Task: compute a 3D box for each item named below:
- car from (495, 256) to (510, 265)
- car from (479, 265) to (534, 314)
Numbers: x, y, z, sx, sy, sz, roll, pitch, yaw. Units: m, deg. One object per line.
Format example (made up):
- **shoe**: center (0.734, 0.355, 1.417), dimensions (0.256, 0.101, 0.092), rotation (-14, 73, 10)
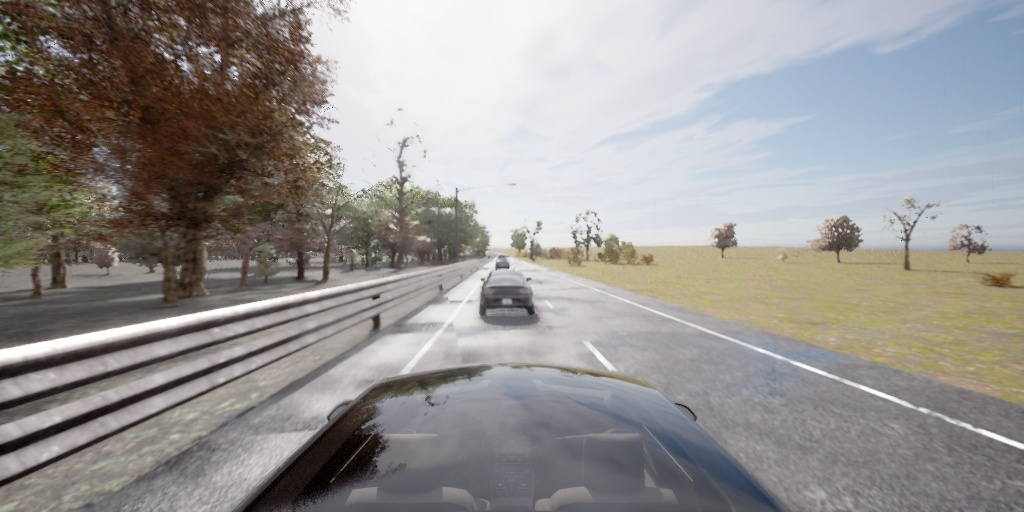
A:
- **car**: center (-1.211, 1.086, 46.666), dimensions (2.128, 1.511, 4.902), rotation (0, 0, -2)
- **car**: center (-0.217, 1.238, 13.408), dimensions (1.812, 1.442, 4.674), rotation (0, 0, -2)
